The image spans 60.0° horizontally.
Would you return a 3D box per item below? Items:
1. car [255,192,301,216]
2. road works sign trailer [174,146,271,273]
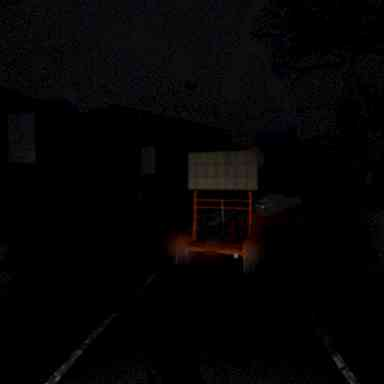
[{"bbox_3d":[7.839,0.985,29.886,2.150,2.045,5.566,1,1,42],"label":"car"},{"bbox_3d":[1.012,0.376,10.673,2.380,3.560,2.880,1,1,21],"label":"road works sign trailer"}]
